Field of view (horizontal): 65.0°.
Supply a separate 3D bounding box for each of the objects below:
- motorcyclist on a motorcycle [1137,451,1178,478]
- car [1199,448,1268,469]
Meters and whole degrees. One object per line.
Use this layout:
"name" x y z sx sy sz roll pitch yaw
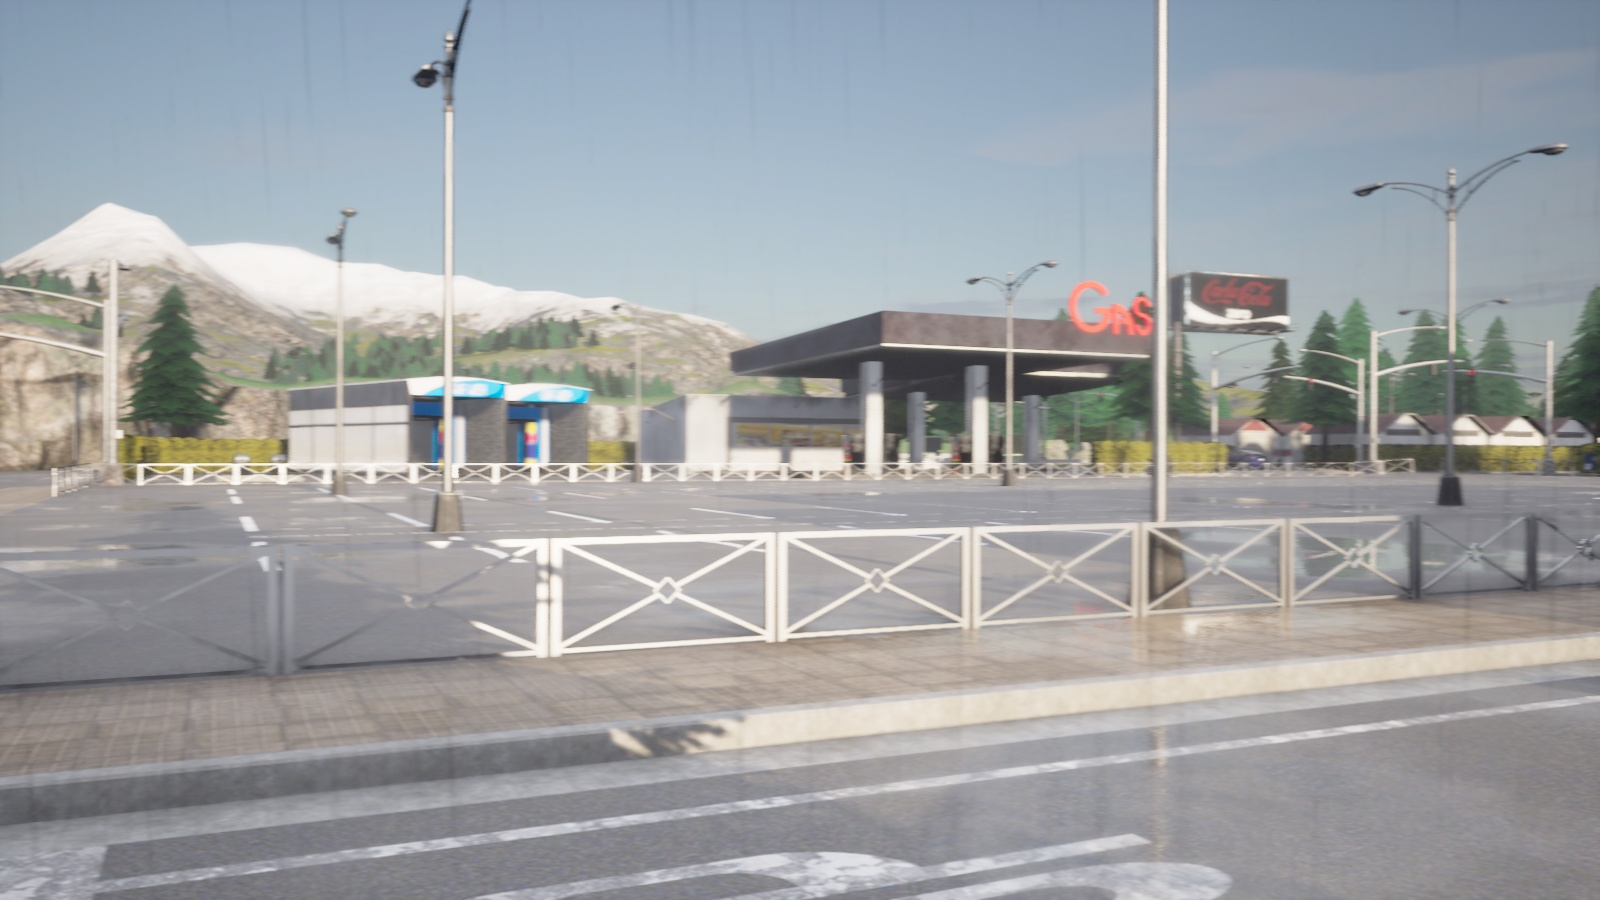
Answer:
"motorcyclist on a motorcycle" 20.241 0.825 71.166 2.191 1.530 0.866 0 0 -25
"car" 32.087 0.607 93.076 2.163 1.488 4.792 0 0 -25
